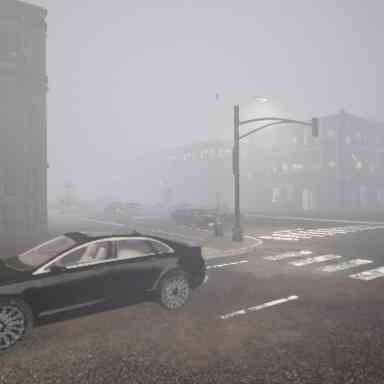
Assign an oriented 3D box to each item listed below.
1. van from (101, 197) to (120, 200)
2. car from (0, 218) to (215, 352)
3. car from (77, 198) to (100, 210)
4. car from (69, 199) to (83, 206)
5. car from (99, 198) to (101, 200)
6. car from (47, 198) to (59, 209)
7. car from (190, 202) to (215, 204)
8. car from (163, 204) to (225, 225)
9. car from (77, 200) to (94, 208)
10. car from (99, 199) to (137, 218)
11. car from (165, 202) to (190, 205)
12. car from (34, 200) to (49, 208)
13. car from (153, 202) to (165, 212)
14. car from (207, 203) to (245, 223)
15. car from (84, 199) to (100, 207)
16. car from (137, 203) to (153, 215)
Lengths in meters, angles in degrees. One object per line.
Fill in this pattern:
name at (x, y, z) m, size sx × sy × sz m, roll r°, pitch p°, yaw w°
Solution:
van at (-13.892, 1.907, 58.374) m, size 1.690 × 1.788 × 3.998 m, roll -1°, pitch 0°, yaw -35°
car at (-1.969, 1.492, 6.213) m, size 4.902 × 1.511 × 2.128 m, roll 0°, pitch 0°, yaw -35°
car at (-16.911, 2.140, 52.810) m, size 2.033 × 1.411 × 5.357 m, roll -1°, pitch 0°, yaw -35°
car at (-26.701, 2.364, 76.431) m, size 1.947 × 1.339 × 4.313 m, roll -1°, pitch 0°, yaw -35°
car at (-17.096, 1.940, 62.888) m, size 2.192 × 1.841 × 5.009 m, roll -1°, pitch 0°, yaw -35°
car at (-23.825, 2.233, 57.898) m, size 1.752 × 1.417 × 4.829 m, roll -1°, pitch 0°, yaw -35°
car at (2.130, 1.809, 35.805) m, size 2.008 × 1.369 × 4.403 m, roll -2°, pitch 0°, yaw -35°
car at (0.026, 1.814, 24.081) m, size 1.947 × 1.339 × 4.313 m, roll -1°, pitch 0°, yaw -35°
car at (-20.193, 2.194, 62.816) m, size 1.812 × 1.442 × 4.674 m, roll -1°, pitch 0°, yaw -35°
car at (-7.909, 1.846, 35.467) m, size 1.967 × 1.590 × 4.097 m, roll -1°, pitch 0°, yaw -35°
car at (-1.073, 1.904, 40.319) m, size 1.802 × 1.307 × 4.206 m, roll -2°, pitch 0°, yaw -35°
car at (-30.331, 2.376, 67.066) m, size 2.008 × 1.369 × 4.403 m, roll -1°, pitch 0°, yaw -35°
car at (-4.276, 1.966, 44.833) m, size 1.802 × 1.307 × 4.206 m, roll -2°, pitch 0°, yaw -35°
car at (1.920, 1.828, 26.111) m, size 1.895 × 1.301 × 4.718 m, roll -1°, pitch 0°, yaw -35°
car at (-20.294, 2.227, 67.402) m, size 1.887 × 1.381 × 4.507 m, roll -1°, pitch 0°, yaw -35°
car at (-6.667, 1.923, 38.219) m, size 1.812 × 1.442 × 4.674 m, roll -1°, pitch 0°, yaw -35°
